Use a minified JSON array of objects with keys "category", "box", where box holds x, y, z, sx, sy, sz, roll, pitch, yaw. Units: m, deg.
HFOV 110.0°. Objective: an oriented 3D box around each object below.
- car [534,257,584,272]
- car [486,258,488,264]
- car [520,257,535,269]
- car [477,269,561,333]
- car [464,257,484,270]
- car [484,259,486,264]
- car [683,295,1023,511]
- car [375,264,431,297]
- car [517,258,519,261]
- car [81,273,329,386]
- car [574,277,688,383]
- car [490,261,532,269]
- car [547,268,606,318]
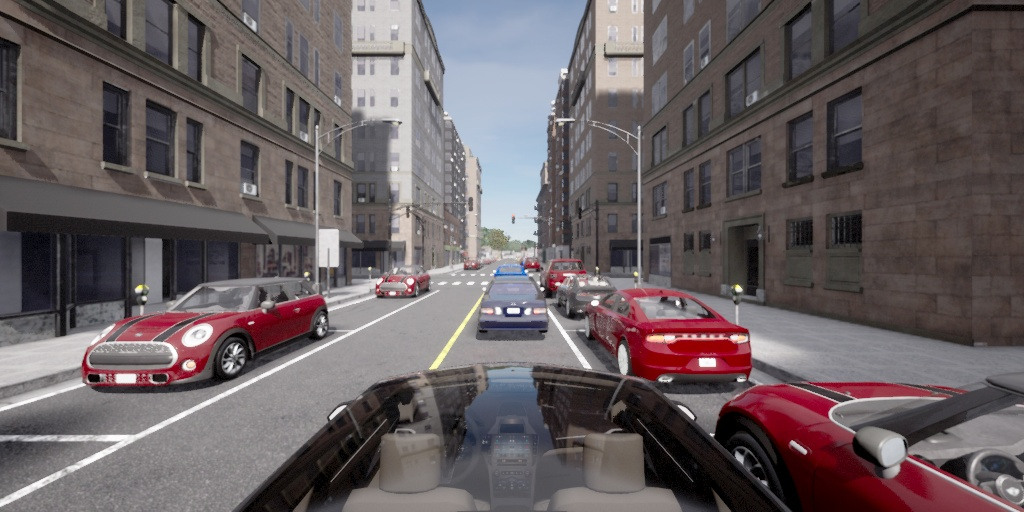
[{"category":"car","box":[2.563,1.059,18.408,2.192,1.841,5.009,0,0,0]},{"category":"car","box":[-5.691,1.278,61.937,2.007,1.370,4.403,0,0,0]},{"category":"car","box":[2.500,1.049,45.465,2.192,1.841,5.009,0,0,0]},{"category":"car","box":[0.037,1.295,10.698,2.033,1.411,5.357,0,0,0]},{"category":"car","box":[-5.644,1.047,50.930,2.192,1.841,5.009,0,0,0]},{"category":"car","box":[-5.668,1.296,56.433,1.948,1.339,4.313,0,0,0]},{"category":"car","box":[2.642,1.190,1.362,1.967,1.591,4.097,0,0,0]},{"category":"car","box":[-5.462,1.184,18.371,1.967,1.591,4.097,0,0,0]},{"category":"car","box":[2.410,1.042,61.976,2.192,1.841,5.009,0,0,0]},{"category":"car","box":[-5.409,1.188,7.006,1.967,1.591,4.097,0,0,0]},{"category":"car","box":[2.616,1.293,7.044,1.888,1.381,4.507,0,0,0]},{"category":"car","box":[-0.084,1.221,20.516,1.882,1.535,5.008,0,0,0]},{"category":"car","box":[2.589,1.297,12.726,2.007,1.370,4.403,0,0,0]}]
